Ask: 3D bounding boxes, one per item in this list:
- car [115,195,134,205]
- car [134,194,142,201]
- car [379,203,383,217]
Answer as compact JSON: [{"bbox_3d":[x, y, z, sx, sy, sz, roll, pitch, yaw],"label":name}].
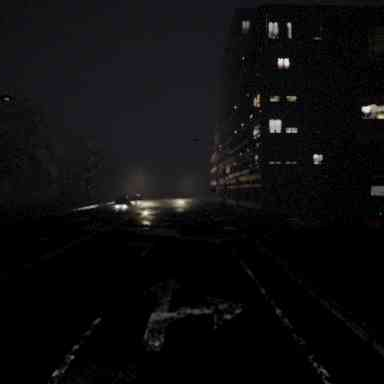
[{"bbox_3d":[-11.182,1.255,53.876,2.128,1.511,4.902,0,0,-2],"label":"car"},{"bbox_3d":[-11.642,1.210,70.429,2.128,1.511,4.902,0,0,-2],"label":"car"},{"bbox_3d":[14.174,1.057,20.262,4.892,1.490,1.837,-1,0,15],"label":"car"}]
